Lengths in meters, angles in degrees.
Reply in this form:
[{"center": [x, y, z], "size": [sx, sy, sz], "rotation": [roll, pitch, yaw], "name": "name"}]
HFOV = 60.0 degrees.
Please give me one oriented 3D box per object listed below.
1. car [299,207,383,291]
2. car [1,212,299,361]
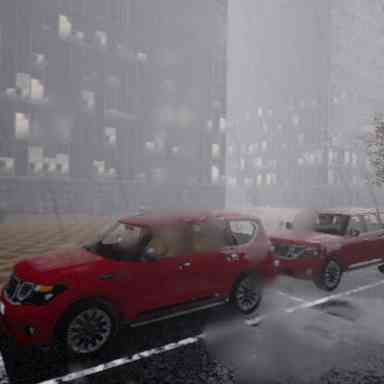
[{"center": [4.022, 1.388, 9.390], "size": [5.009, 1.841, 2.192], "rotation": [1, 0, -35], "name": "car"}, {"center": [-0.586, 1.335, 6.126], "size": [5.009, 1.841, 2.192], "rotation": [1, 0, -35], "name": "car"}]
